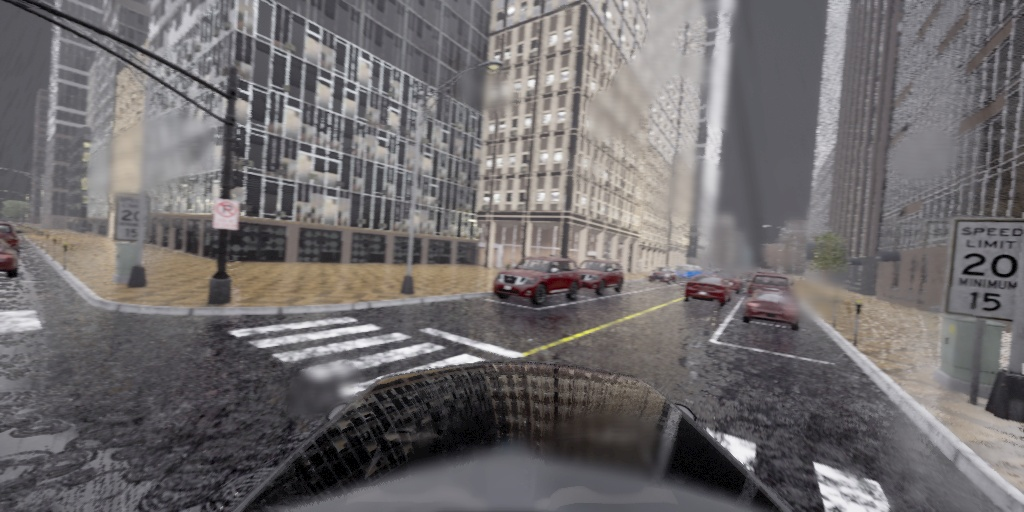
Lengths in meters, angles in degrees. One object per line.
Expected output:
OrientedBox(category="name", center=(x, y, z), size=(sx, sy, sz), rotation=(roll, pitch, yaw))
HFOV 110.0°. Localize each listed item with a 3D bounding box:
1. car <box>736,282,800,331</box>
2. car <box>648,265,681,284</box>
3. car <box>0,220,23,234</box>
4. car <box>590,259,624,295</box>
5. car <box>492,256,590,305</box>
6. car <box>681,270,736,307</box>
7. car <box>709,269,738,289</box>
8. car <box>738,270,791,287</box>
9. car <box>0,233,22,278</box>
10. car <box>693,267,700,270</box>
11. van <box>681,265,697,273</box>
OrientedBox(category="car", center=(9.935, 1.923, 13.862), size=(1.802, 1.307, 4.207), rotation=(0, 0, 35))
OrientedBox(category="car", center=(14.337, 1.757, 34.125), size=(1.967, 1.591, 4.097), rotation=(0, 0, 35))
OrientedBox(category="car", center=(-27.355, -0.908, 18.707), size=(5.009, 1.841, 2.192), rotation=(0, 0, 35))
OrientedBox(category="car", center=(4.874, 1.138, 20.778), size=(2.192, 1.841, 5.009), rotation=(0, 0, 35))
OrientedBox(category="car", center=(1.234, 0.949, 15.601), size=(2.192, 1.841, 5.009), rotation=(0, 0, 35))
OrientedBox(category="car", center=(10.953, 1.788, 19.884), size=(1.882, 1.535, 5.008), rotation=(5, 1, 35))
OrientedBox(category="car", center=(17.305, 1.991, 28.904), size=(2.097, 1.767, 4.553), rotation=(5, 1, 35))
OrientedBox(category="car", center=(13.406, 1.836, 18.800), size=(2.192, 1.841, 5.009), rotation=(0, 0, 35))
OrientedBox(category="car", center=(-18.369, 0.012, 12.310), size=(4.207, 1.307, 1.802), rotation=(0, 0, 35))
OrientedBox(category="car", center=(22.182, 2.353, 40.636), size=(2.033, 1.411, 5.357), rotation=(5, 1, 35))
OrientedBox(category="van", center=(20.475, 1.978, 42.743), size=(1.690, 1.789, 3.998), rotation=(0, 0, 35))
